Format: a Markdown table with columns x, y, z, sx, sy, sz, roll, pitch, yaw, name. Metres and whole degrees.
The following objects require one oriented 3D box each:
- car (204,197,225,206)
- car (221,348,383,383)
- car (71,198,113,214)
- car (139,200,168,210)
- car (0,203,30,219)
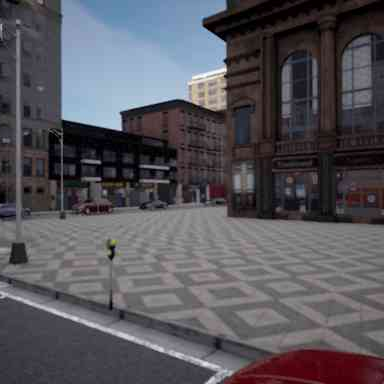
| x | y | z | sx | sy | sz | roll | pitch | yaw | name |
| --- | --- | --- | --- | --- | --- | --- | --- | --- | --- |
| 3.914 | 1.672 | 57.142 | 2.128 | 1.511 | 4.902 | 0 | 0 | 36 | car |
| 2.055 | 1.539 | 1.383 | 4.507 | 1.381 | 1.887 | 0 | 0 | 35 | car |
| -11.044 | 1.503 | 36.973 | 2.097 | 1.767 | 4.553 | 0 | 0 | 36 | car |
| -5.192 | 1.721 | 44.919 | 1.994 | 1.385 | 4.181 | 0 | 0 | 36 | car |
| -16.624 | 1.710 | 29.394 | 1.994 | 1.385 | 4.181 | 0 | 0 | 36 | car |
